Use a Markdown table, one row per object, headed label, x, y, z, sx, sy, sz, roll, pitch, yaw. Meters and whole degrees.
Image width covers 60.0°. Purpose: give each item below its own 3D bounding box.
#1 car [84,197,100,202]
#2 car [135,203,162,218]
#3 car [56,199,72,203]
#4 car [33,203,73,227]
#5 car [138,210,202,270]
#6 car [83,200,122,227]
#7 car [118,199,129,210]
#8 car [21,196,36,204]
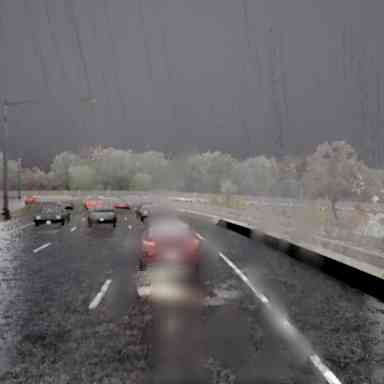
| label | x | y | z | sx | sy | sz | roll | pitch | yaw |
| --- | --- | --- | --- | --- | --- | --- | --- | --- | --- |
| car | -13.215 | 1.504 | 44.305 | 2.097 | 1.767 | 4.553 | 0 | 0 | -24 |
| car | -3.702 | 1.625 | 28.217 | 2.033 | 1.411 | 5.357 | 0 | 0 | -16 |
| car | -16.690 | 1.658 | 43.576 | 2.128 | 1.511 | 4.902 | 0 | 0 | -24 |
| car | -9.851 | 1.694 | 23.824 | 1.895 | 1.301 | 4.718 | 0 | 0 | -13 |
| car | -0.769 | 1.554 | 11.116 | 1.812 | 1.442 | 4.674 | 0 | 0 | -6 |
| car | -6.245 | 1.569 | 23.477 | 2.128 | 1.511 | 4.902 | 0 | 0 | -13 |
| car | -9.978 | 1.707 | 45.628 | 1.994 | 1.385 | 4.181 | 0 | 0 | -24 |
| car | -35.411 | 1.661 | 71.770 | 2.097 | 1.767 | 4.553 | 0 | 0 | -44 |
